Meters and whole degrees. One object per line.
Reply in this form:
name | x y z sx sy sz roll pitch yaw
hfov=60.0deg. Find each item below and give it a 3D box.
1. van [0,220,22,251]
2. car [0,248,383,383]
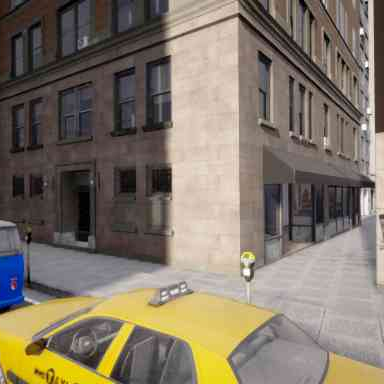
van | -4.877 1.342 6.351 3.998 1.788 1.690 0 -1 36
car | -0.402 1.526 3.147 4.829 1.417 1.752 0 -1 36
